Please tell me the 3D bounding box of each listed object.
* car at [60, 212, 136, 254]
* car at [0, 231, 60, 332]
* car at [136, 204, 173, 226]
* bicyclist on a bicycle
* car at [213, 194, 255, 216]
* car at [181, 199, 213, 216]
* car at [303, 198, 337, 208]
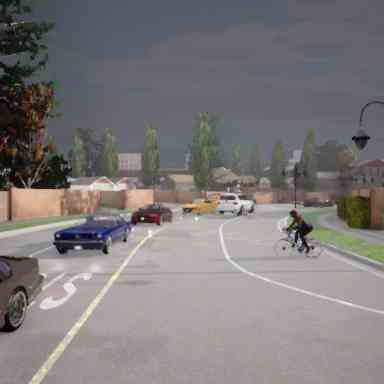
[{"bbox_3d":[-3.826,1.597,13.588,1.895,1.301,4.718,0,0,2],"label":"car"},{"bbox_3d":[-3.681,1.546,4.068,2.033,1.411,5.357,0,0,-2],"label":"car"},{"bbox_3d":[-2.746,1.558,23.537,1.994,1.385,4.181,0,0,14],"label":"car"},{"bbox_3d":[3.562,1.430,11.158,1.656,1.620,0.582,0,0,-2],"label":"bicyclist on a bicycle"},{"bbox_3d":[4.399,1.198,32.687,2.150,2.045,5.566,-1,0,28],"label":"car"},{"bbox_3d":[0.721,1.466,33.394,1.882,1.535,5.008,0,0,28],"label":"car"},{"bbox_3d":[18.044,1.522,46.894,5.357,1.411,2.033,0,0,-30],"label":"car"}]
